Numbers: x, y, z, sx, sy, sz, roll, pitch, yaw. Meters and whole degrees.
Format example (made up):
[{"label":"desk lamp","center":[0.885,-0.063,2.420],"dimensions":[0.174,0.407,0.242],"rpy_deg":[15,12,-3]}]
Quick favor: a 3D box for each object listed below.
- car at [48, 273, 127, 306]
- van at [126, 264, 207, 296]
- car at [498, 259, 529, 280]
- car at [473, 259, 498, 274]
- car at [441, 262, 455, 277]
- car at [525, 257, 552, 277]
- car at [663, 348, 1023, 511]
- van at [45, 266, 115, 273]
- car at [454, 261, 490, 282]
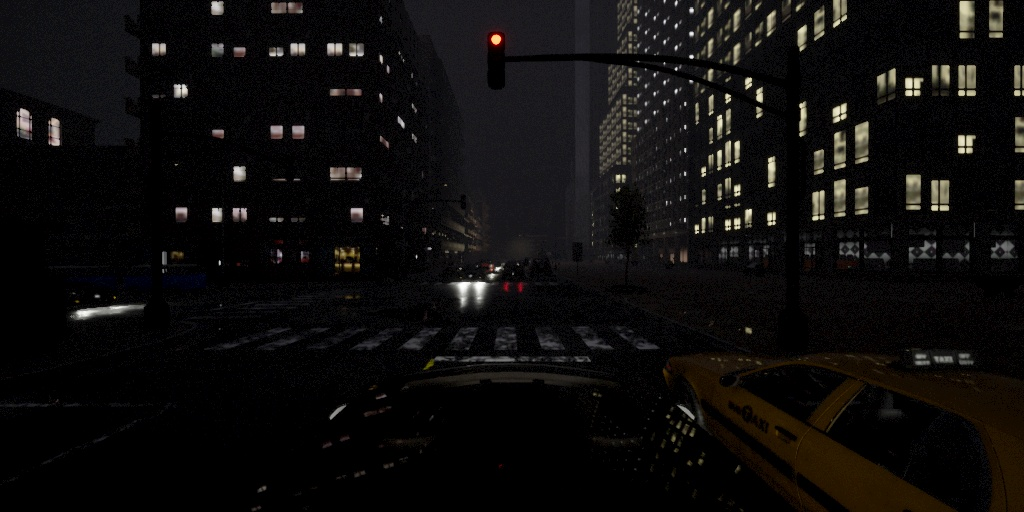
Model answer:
[{"label":"car","center":[-20.228,1.625,15.742],"dimensions":[4.181,1.385,1.994],"rpy_deg":[-1,0,-1]},{"label":"van","center":[-20.767,1.390,21.530],"dimensions":[3.998,1.789,1.690],"rpy_deg":[0,0,-1]},{"label":"car","center":[0.100,1.249,31.927],"dimensions":[2.128,1.511,4.902],"rpy_deg":[0,0,0]},{"label":"car","center":[-3.098,1.118,42.427],"dimensions":[2.097,1.767,4.553],"rpy_deg":[0,0,0]},{"label":"car","center":[-5.691,1.309,34.770],"dimensions":[2.007,1.370,4.403],"rpy_deg":[0,0,0]},{"label":"car","center":[2.689,1.074,34.770],"dimensions":[2.192,1.841,5.009],"rpy_deg":[0,0,0]},{"label":"car","center":[2.689,1.275,2.527],"dimensions":[1.751,1.417,4.829],"rpy_deg":[0,0,0]},{"label":"van","center":[-26.305,1.481,21.479],"dimensions":[3.998,1.789,1.690],"rpy_deg":[0,0,-1]},{"label":"car","center":[-3.101,1.319,28.758],"dimensions":[1.994,1.385,4.181],"rpy_deg":[0,0,0]}]
